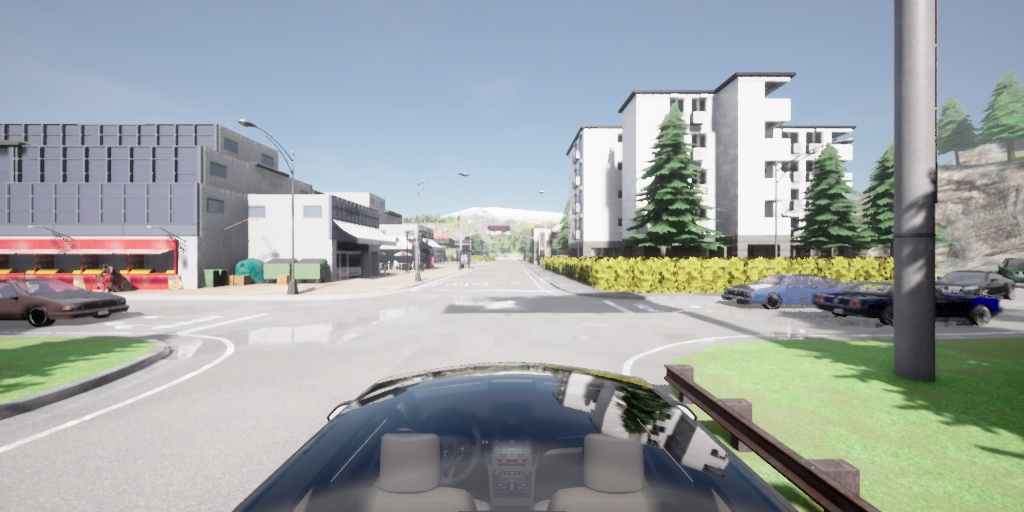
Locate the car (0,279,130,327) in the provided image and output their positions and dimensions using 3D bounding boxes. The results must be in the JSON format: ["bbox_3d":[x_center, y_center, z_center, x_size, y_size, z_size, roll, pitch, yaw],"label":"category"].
[{"bbox_3d":[-16.046,1.470,11.794,5.357,1.411,2.033,0,0,1],"label":"car"}]

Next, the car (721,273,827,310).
[{"bbox_3d":[12.075,1.469,15.507,5.357,1.411,2.033,0,0,-6],"label":"car"}]

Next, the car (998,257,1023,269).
[{"bbox_3d":[35.363,1.135,24.610,5.566,2.045,2.150,-1,1,-39],"label":"car"}]

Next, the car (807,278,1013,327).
[{"bbox_3d":[12.977,1.523,11.912,4.718,1.301,1.895,0,0,-2],"label":"car"}]

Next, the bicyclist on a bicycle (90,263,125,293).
[{"bbox_3d":[-21.807,1.221,19.378,0.582,1.620,1.656,0,0,1],"label":"bicyclist on a bicycle"}]

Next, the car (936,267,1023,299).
[{"bbox_3d":[22.894,1.446,17.894,4.674,1.442,1.812,0,0,-20],"label":"car"}]
